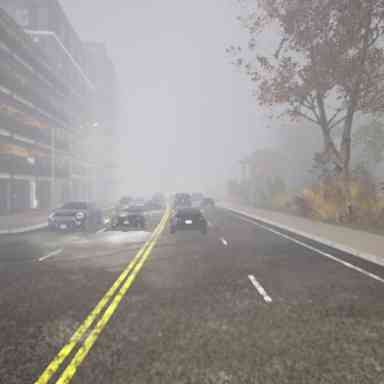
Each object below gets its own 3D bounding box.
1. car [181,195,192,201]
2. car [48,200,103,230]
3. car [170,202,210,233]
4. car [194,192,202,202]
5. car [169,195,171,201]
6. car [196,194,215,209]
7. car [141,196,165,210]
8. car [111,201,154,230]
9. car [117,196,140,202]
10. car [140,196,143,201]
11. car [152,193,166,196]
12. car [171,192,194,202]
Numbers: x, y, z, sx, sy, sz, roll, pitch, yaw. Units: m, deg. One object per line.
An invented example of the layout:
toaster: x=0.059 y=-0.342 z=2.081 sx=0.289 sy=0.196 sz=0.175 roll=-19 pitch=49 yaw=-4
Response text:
car: x=-1.304 y=1.330 z=78.037 sx=1.994 sy=1.385 sz=4.181 roll=0 pitch=0 yaw=-7
car: x=-7.047 y=1.306 z=20.470 sx=2.097 sy=1.767 sz=4.553 roll=0 pitch=0 yaw=0
car: x=-0.239 y=1.518 z=19.229 sx=1.994 sy=1.385 sz=4.181 roll=0 pitch=0 yaw=-2
car: x=0.784 y=1.065 z=57.961 sx=2.150 sy=2.045 sz=5.566 roll=0 pitch=0 yaw=-5
car: x=-4.375 y=1.265 z=76.264 sx=1.882 sy=1.535 sz=5.008 roll=0 pitch=0 yaw=-7
car: x=1.898 y=1.389 z=43.111 sx=1.837 sy=1.490 sz=4.892 roll=0 pitch=-1 yaw=-4
car: x=-4.610 y=1.465 z=39.985 sx=1.994 sy=1.385 sz=4.181 roll=0 pitch=0 yaw=-3
car: x=-3.730 y=1.516 z=20.643 sx=1.994 sy=1.385 sz=4.181 roll=0 pitch=0 yaw=-2
car: x=-7.865 y=1.255 z=39.973 sx=2.097 sy=1.767 sz=4.553 roll=0 pitch=0 yaw=-3
car: x=-9.258 y=1.430 z=60.019 sx=1.994 sy=1.385 sz=4.181 roll=0 pitch=0 yaw=-5
car: x=-6.019 y=1.121 z=60.278 sx=2.150 sy=2.045 sz=5.566 roll=0 pitch=0 yaw=-5
car: x=-1.266 y=1.114 z=41.745 sx=2.150 sy=2.045 sz=5.566 roll=0 pitch=0 yaw=-4
